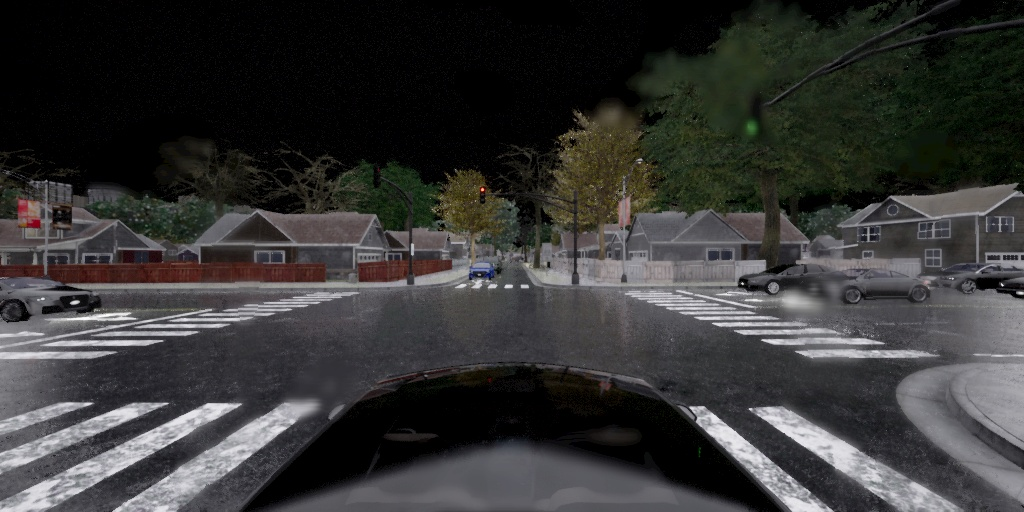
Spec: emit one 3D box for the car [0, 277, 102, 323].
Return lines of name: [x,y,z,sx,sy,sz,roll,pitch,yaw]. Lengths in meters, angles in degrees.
car: [-16.735,1.404,12.139,4.181,1.385,1.994,0,0,1]

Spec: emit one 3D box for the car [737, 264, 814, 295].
car: [14.263,1.159,18.335,4.892,1.490,1.837,0,0,2]

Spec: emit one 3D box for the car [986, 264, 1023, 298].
car: [23.954,1.149,14.939,5.357,1.411,2.033,0,0,1]

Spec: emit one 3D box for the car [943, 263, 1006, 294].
car: [23.593,1.094,18.197,4.902,1.511,2.128,0,0,1]

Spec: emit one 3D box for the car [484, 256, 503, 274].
car: [-2.397,0.995,41.665,2.150,2.045,5.566,0,0,1]

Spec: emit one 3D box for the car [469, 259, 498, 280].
car: [-2.592,1.242,31.429,1.882,1.535,5.008,0,0,1]

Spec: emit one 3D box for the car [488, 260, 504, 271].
car: [-2.264,1.331,51.981,2.033,1.411,5.357,0,0,1]

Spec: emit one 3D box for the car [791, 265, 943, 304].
car: [14.717,1.217,15.087,4.181,1.385,1.994,0,0,1]
